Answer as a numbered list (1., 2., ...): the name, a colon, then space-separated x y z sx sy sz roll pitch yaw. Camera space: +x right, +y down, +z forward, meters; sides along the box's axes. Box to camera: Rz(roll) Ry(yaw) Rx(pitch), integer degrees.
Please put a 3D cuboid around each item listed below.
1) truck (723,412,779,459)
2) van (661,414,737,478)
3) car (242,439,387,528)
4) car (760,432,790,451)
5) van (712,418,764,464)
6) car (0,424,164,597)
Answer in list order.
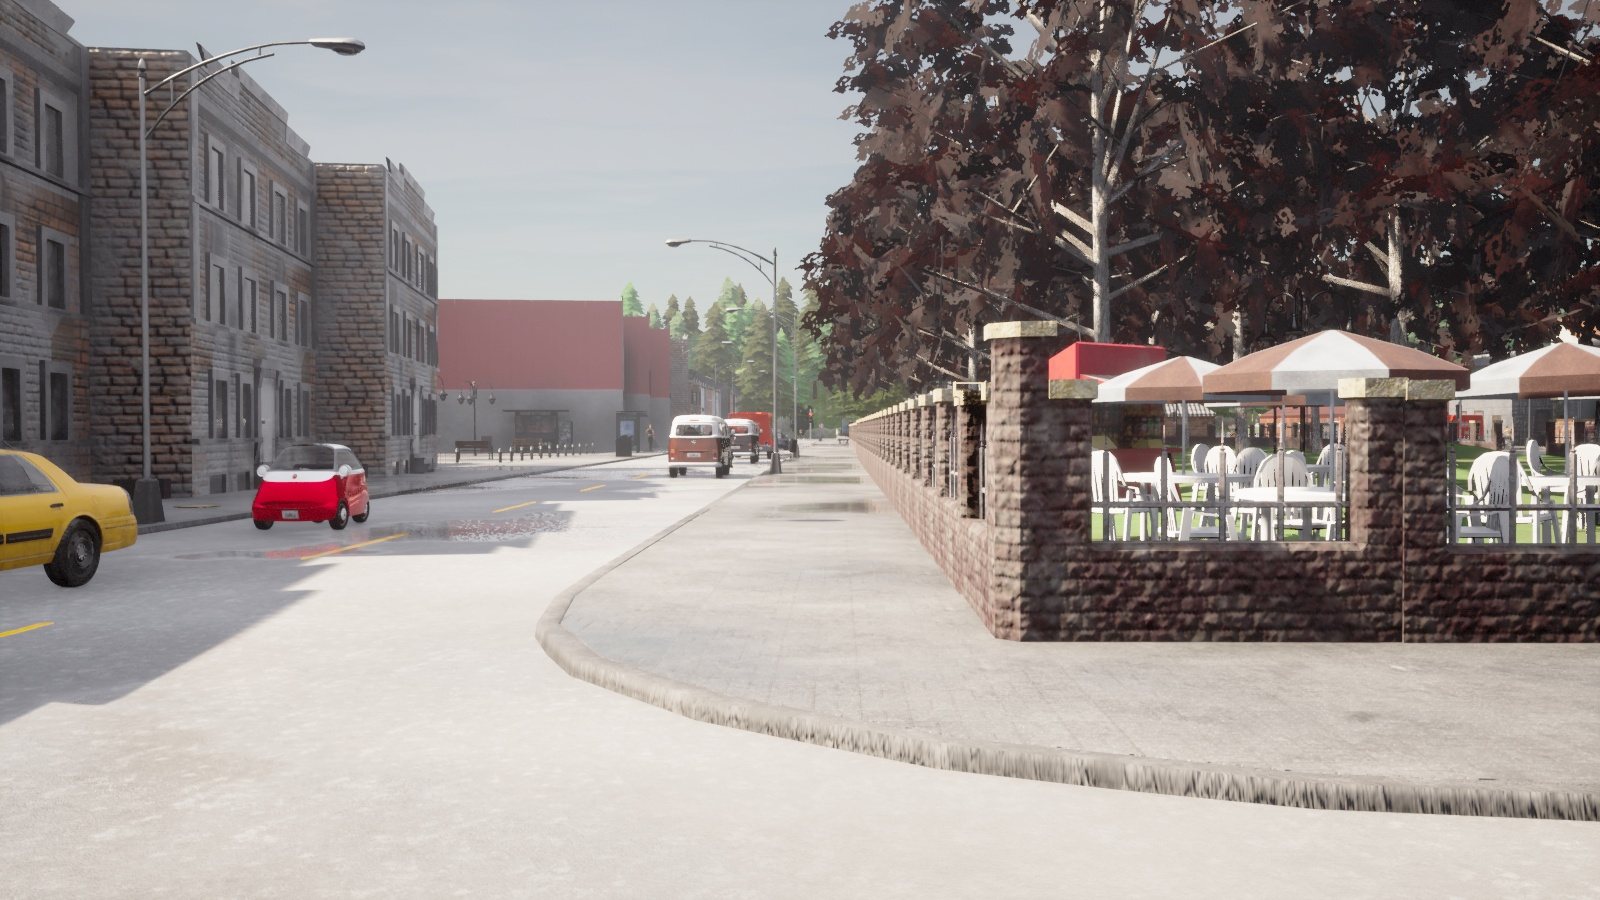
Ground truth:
1. truck: -2.576 -0.800 67.840 2.627 2.467 5.204 0 1 2
2. van: -3.314 -0.163 42.013 2.069 2.038 4.480 0 1 2
3. car: -7.916 0.507 20.637 1.481 1.376 2.207 0 1 2
4. car: -1.833 -0.678 93.784 1.994 1.385 4.181 0 1 2
5. van: -2.849 -0.436 58.503 2.069 2.038 4.480 0 1 2
6. car: -8.169 0.541 11.559 1.801 1.575 5.366 0 1 1
